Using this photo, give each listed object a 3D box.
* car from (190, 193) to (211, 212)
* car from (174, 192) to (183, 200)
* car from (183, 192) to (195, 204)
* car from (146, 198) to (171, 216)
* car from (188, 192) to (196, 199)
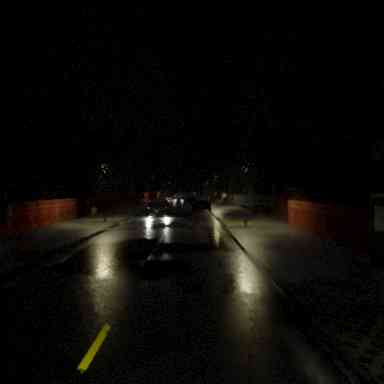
[{"bbox_3d":[0.943,1.170,34.286,1.882,1.535,5.008,0,1,0],"label":"car"},{"bbox_3d":[-2.787,0.835,69.573,1.812,1.442,4.674,0,1,0],"label":"car"},{"bbox_3d":[-0.028,0.995,52.334,1.882,1.535,5.008,0,1,0],"label":"car"},{"bbox_3d":[-2.863,1.266,29.190,1.812,1.442,4.674,0,1,0],"label":"car"},{"bbox_3d":[-0.039,0.645,72.819,1.812,1.442,4.674,0,1,0],"label":"car"}]
